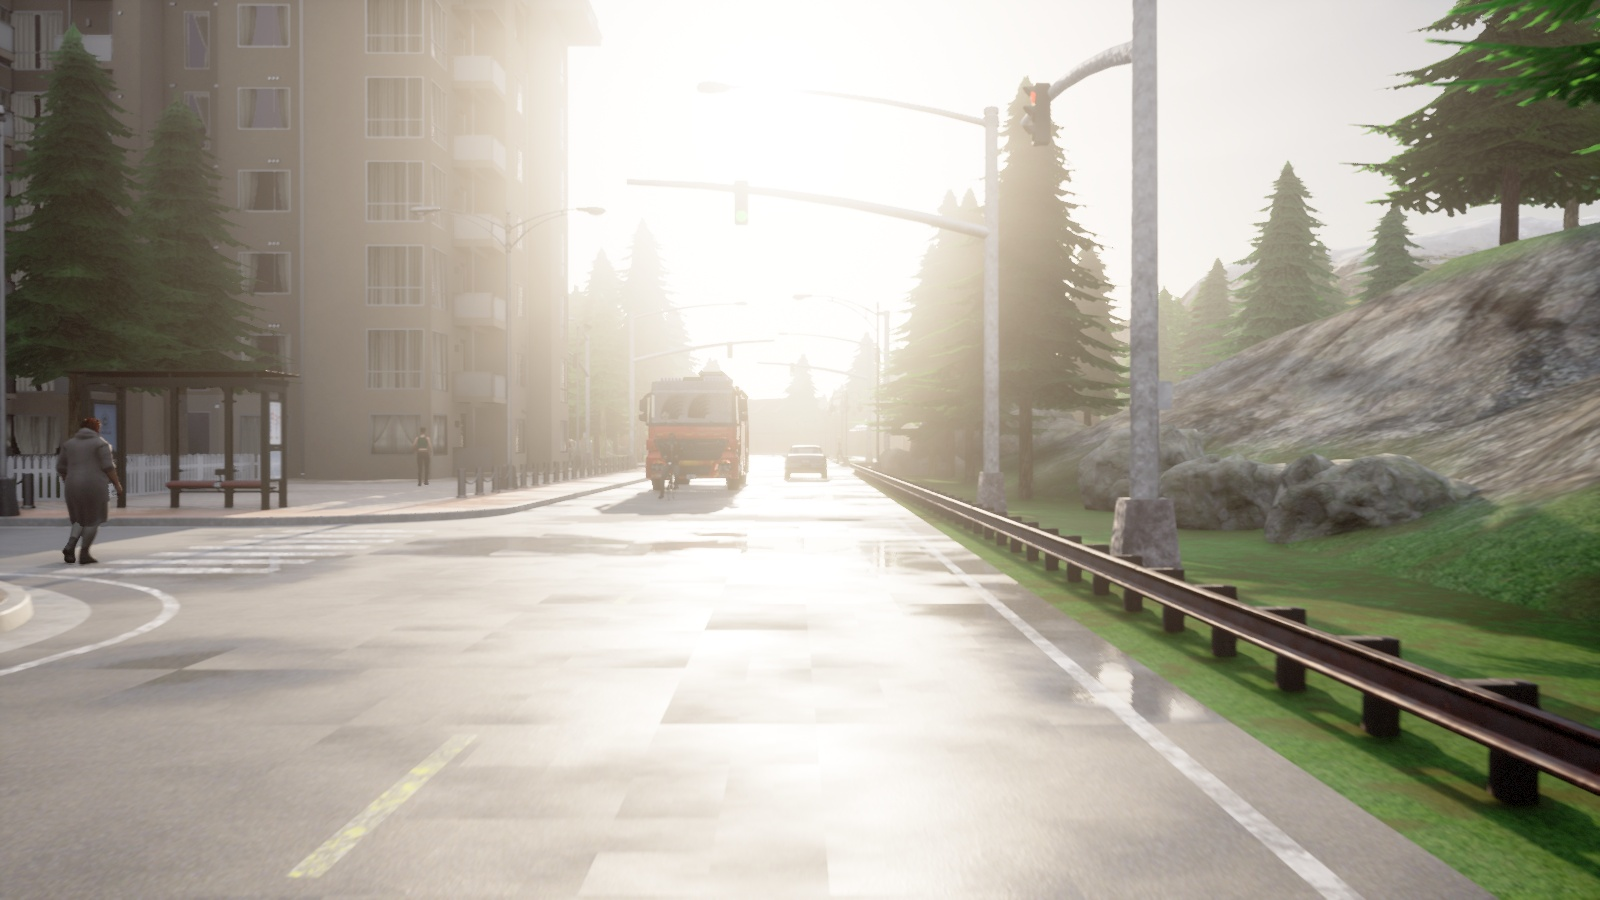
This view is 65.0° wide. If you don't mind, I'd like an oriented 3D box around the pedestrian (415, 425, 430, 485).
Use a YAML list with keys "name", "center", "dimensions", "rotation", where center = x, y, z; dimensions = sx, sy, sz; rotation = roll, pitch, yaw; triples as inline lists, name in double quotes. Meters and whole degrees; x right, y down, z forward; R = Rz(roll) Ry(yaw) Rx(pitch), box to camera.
- name: "pedestrian"
  center: [-11.581, 0.158, 38.525]
  dimensions: [0.345, 1.836, 0.594]
  rotation: [0, 0, -9]

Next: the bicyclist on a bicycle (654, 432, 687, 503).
- name: "bicyclist on a bicycle"
  center: [-3.342, 0.431, 32.498]
  dimensions: [0.659, 1.776, 1.843]
  rotation: [0, 0, 0]

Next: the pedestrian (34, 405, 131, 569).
- name: "pedestrian"
  center: [-8.765, 0.434, 15.365]
  dimensions: [0.659, 1.952, 0.873]
  rotation: [0, 0, 4]

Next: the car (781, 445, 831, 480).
- name: "car"
  center: [0.249, 0.495, 53.131]
  dimensions: [2.033, 1.411, 5.357]
  rotation: [0, 0, 0]

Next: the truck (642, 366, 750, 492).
- name: "truck"
  center: [-3.298, -0.658, 42.179]
  dimensions: [2.891, 3.827, 8.468]
  rotation: [0, 0, 0]
